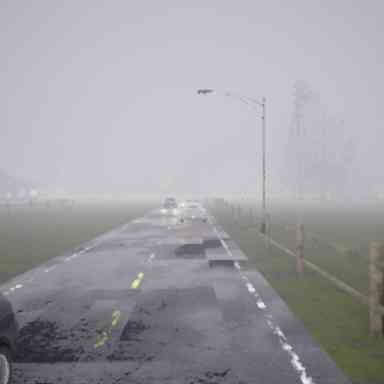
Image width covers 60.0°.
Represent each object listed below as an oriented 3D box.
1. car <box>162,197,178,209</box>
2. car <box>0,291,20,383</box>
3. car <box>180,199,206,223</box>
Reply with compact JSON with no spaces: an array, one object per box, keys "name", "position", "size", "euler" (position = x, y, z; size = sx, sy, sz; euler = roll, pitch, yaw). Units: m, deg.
[{"name":"car","position":[-2.849,1.464,44.579],"size":[1.837,1.490,4.892],"euler":[0,0,0]},{"name":"car","position":[-2.839,1.524,2.015],"size":[1.812,1.442,4.674],"euler":[0,0,-1]},{"name":"car","position":[0.083,1.506,25.416],"size":[1.812,1.442,4.674],"euler":[0,0,0]}]
